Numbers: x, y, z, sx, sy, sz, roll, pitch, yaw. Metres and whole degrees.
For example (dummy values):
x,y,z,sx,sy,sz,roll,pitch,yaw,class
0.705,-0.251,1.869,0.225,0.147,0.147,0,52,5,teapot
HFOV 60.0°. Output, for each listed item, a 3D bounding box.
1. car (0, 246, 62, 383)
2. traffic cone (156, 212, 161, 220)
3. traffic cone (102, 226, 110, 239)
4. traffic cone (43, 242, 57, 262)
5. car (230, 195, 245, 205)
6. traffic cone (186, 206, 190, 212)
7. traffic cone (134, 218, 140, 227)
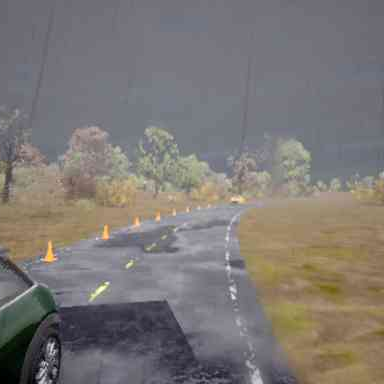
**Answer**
x,y,z,sx,sy,sz,roll,pitch,yaw,class
-2.611,1.337,1.987,2.097,1.767,4.553,0,0,2,car
-2.617,1.854,25.822,0.340,0.580,0.340,0,0,10,traffic cone
-4.087,1.887,15.749,0.340,0.580,0.340,0,0,6,traffic cone
-4.568,1.904,10.681,0.340,0.580,0.340,0,0,4,traffic cone
7.313,1.289,53.299,1.882,1.535,5.008,0,0,17,car
-0.473,1.821,35.773,0.340,0.580,0.340,0,0,14,traffic cone
-3.437,1.870,20.797,0.340,0.580,0.340,0,0,8,traffic cone
